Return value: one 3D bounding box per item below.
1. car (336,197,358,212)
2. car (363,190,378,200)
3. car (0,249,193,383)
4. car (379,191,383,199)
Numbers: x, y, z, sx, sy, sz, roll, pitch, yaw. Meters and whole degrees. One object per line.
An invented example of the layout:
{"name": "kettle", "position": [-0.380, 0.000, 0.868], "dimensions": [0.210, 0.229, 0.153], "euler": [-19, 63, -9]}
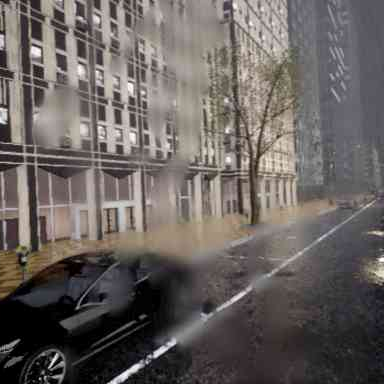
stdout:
{"name": "car", "position": [16.010, 1.250, 34.262], "dimensions": [2.008, 1.369, 4.403], "euler": [-3, -1, 31]}
{"name": "car", "position": [33.525, 0.794, 63.025], "dimensions": [1.752, 1.417, 4.829], "euler": [-3, -1, 31]}
{"name": "car", "position": [-1.594, 1.691, 5.356], "dimensions": [1.947, 1.339, 4.313], "euler": [-3, -1, 31]}
{"name": "car", "position": [39.228, 0.673, 67.201], "dimensions": [1.895, 1.301, 4.718], "euler": [-3, -1, 31]}
